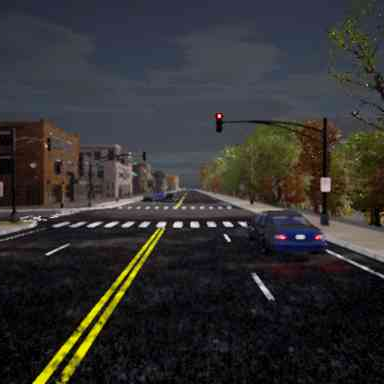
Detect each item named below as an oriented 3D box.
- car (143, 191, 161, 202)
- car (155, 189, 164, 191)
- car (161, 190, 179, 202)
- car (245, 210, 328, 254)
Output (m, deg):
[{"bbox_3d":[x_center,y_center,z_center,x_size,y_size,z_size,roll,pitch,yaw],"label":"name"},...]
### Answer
[{"bbox_3d":[-6.771,0.913,53.807,2.033,1.411,5.357,0,1,0],"label":"car"},{"bbox_3d":[-6.805,0.410,69.380,2.150,2.045,5.566,0,1,0],"label":"car"},{"bbox_3d":[-3.524,0.870,53.993,1.837,1.490,4.892,0,0,0],"label":"car"},{"bbox_3d":[3.314,1.396,12.686,2.033,1.411,5.357,0,1,0],"label":"car"}]
